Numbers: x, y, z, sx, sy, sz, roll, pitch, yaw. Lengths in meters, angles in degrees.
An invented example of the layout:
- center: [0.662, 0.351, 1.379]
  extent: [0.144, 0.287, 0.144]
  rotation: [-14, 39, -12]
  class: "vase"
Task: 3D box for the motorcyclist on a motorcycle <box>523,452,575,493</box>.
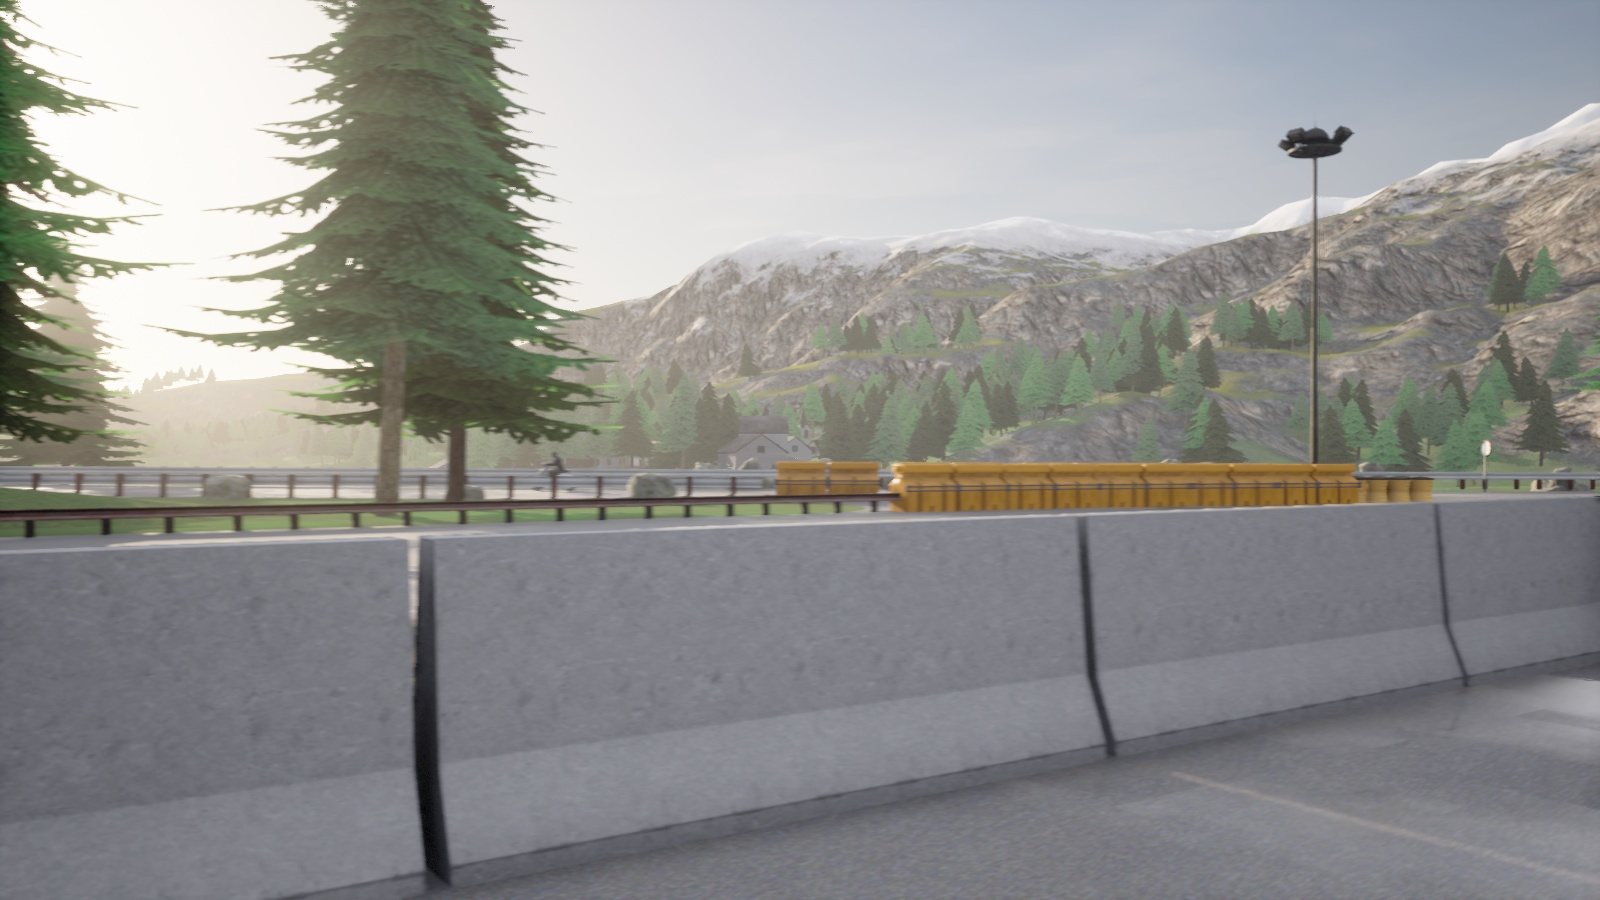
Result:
- center: [-9.825, 0.877, 49.211]
  extent: [1.817, 1.590, 0.866]
  rotation: [0, 0, 3]
  class: "motorcyclist on a motorcycle"
